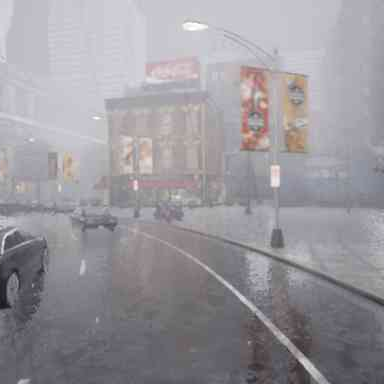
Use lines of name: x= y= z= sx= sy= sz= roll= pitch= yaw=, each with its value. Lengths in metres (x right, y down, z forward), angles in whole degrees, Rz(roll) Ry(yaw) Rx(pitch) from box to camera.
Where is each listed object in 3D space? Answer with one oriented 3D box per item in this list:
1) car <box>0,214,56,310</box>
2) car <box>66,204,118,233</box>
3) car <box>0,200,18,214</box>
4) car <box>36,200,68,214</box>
car: x=-4.660 y=1.521 z=7.647 sx=2.128 sy=1.511 sz=4.902 roll=0 pitch=0 yaw=-12
car: x=-5.996 y=1.620 z=19.878 sx=1.895 sy=1.301 sz=4.718 roll=-1 pitch=0 yaw=-30
car: x=-21.335 y=1.637 z=36.039 sx=4.892 sy=1.490 sz=1.837 roll=0 pitch=0 yaw=35
car: x=-14.096 y=1.663 z=34.685 sx=4.718 sy=1.301 sz=1.895 roll=0 pitch=0 yaw=44
